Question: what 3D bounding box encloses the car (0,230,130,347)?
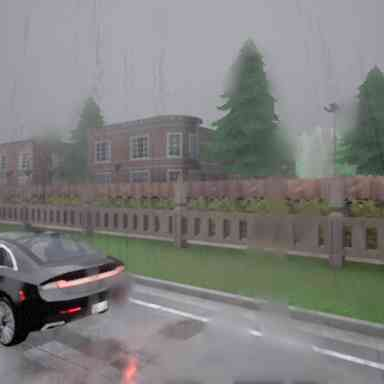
[{"bbox_3d":[-3.336,1.494,6.355,4.902,1.511,2.128,0,0,36],"label":"car"}]
